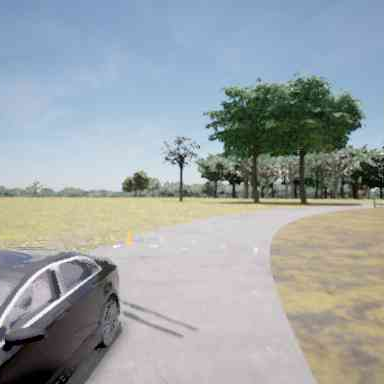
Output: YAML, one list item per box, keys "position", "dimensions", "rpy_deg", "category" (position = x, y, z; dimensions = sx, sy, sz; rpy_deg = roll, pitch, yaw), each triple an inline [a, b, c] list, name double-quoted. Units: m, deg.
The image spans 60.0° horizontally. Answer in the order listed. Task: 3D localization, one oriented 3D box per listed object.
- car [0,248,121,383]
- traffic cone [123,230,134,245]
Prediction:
- position: [-2.189, 1.464, 3.456]
  dimensions: [2.128, 1.511, 4.902]
  rpy_deg: [0, 0, 5]
  category: "car"
- position: [-2.655, 1.889, 13.916]
  dimensions: [0.340, 0.580, 0.340]
  rpy_deg: [0, 0, 14]
  category: "traffic cone"
